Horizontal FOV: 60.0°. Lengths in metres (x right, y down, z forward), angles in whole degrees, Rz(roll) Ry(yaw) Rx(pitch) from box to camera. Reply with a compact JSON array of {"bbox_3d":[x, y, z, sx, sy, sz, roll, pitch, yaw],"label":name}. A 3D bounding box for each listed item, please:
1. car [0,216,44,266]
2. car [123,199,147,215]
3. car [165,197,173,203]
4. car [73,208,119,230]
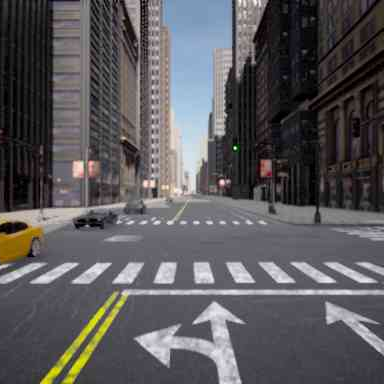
[{"bbox_3d":[-6.471,1.586,10.380,1.882,1.535,5.008,0,0,0],"label":"car"},{"bbox_3d":[-6.396,1.603,37.743,2.097,1.767,4.553,0,-1,0],"label":"car"},{"bbox_3d":[-6.249,2.140,91.264,1.837,1.490,4.892,0,0,0],"label":"car"},{"bbox_3d":[-6.439,1.802,22.693,1.895,1.301,4.718,0,0,0],"label":"car"}]
